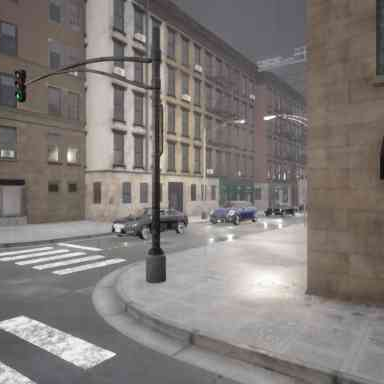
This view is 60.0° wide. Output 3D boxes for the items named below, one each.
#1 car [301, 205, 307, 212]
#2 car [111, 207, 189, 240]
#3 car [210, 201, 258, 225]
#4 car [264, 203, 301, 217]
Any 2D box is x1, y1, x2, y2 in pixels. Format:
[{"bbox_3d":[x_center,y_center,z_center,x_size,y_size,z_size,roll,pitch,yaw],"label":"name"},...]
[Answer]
[{"bbox_3d":[14.868,1.832,41.585,1.895,1.301,4.718,0,0,36],"label":"car"},{"bbox_3d":[-2.113,1.568,17.809,2.128,1.511,4.902,0,0,35],"label":"car"},{"bbox_3d":[3.229,1.476,25.327,2.097,1.767,4.553,0,0,36],"label":"car"},{"bbox_3d":[8.952,1.777,33.335,1.895,1.301,4.718,0,0,35],"label":"car"}]
